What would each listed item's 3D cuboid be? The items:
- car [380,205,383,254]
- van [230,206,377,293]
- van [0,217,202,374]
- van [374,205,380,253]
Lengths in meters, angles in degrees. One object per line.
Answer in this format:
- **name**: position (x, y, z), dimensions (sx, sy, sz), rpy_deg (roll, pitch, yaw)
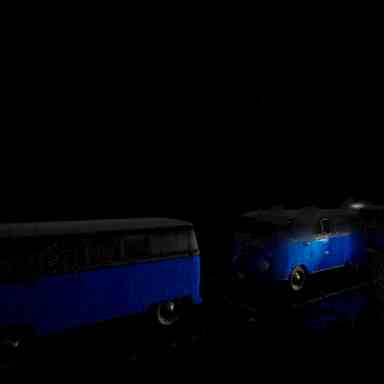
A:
- **car**: position (7.444, 1.218, 8.684), dimensions (5.566, 2.045, 2.150), rpy_deg (0, 0, -35)
- **van**: position (2.812, 1.339, 8.548), dimensions (3.998, 1.788, 1.690), rpy_deg (0, -1, -35)
- **van**: position (-1.738, 1.341, 5.307), dimensions (3.998, 1.788, 1.690), rpy_deg (0, -1, -35)
- **van**: position (7.361, 1.336, 11.789), dimensions (3.998, 1.788, 1.690), rpy_deg (0, -1, -35)
